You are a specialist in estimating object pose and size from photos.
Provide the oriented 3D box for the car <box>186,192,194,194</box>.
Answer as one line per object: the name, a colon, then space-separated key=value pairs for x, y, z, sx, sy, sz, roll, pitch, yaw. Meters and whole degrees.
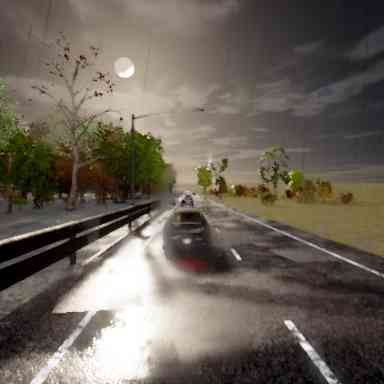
car: x=-1.072 y=1.422 z=83.218 sx=1.994 sy=1.385 sz=4.181 roll=0 pitch=0 yaw=-1

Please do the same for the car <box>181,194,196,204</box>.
car: x=-0.658 y=1.429 z=50.167 sx=2.128 sy=1.511 sz=4.902 roll=0 pitch=0 yaw=-1

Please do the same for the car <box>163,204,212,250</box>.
car: x=-0.206 y=1.489 z=14.206 sx=1.837 sy=1.490 sz=4.892 roll=0 pitch=0 yaw=-1
